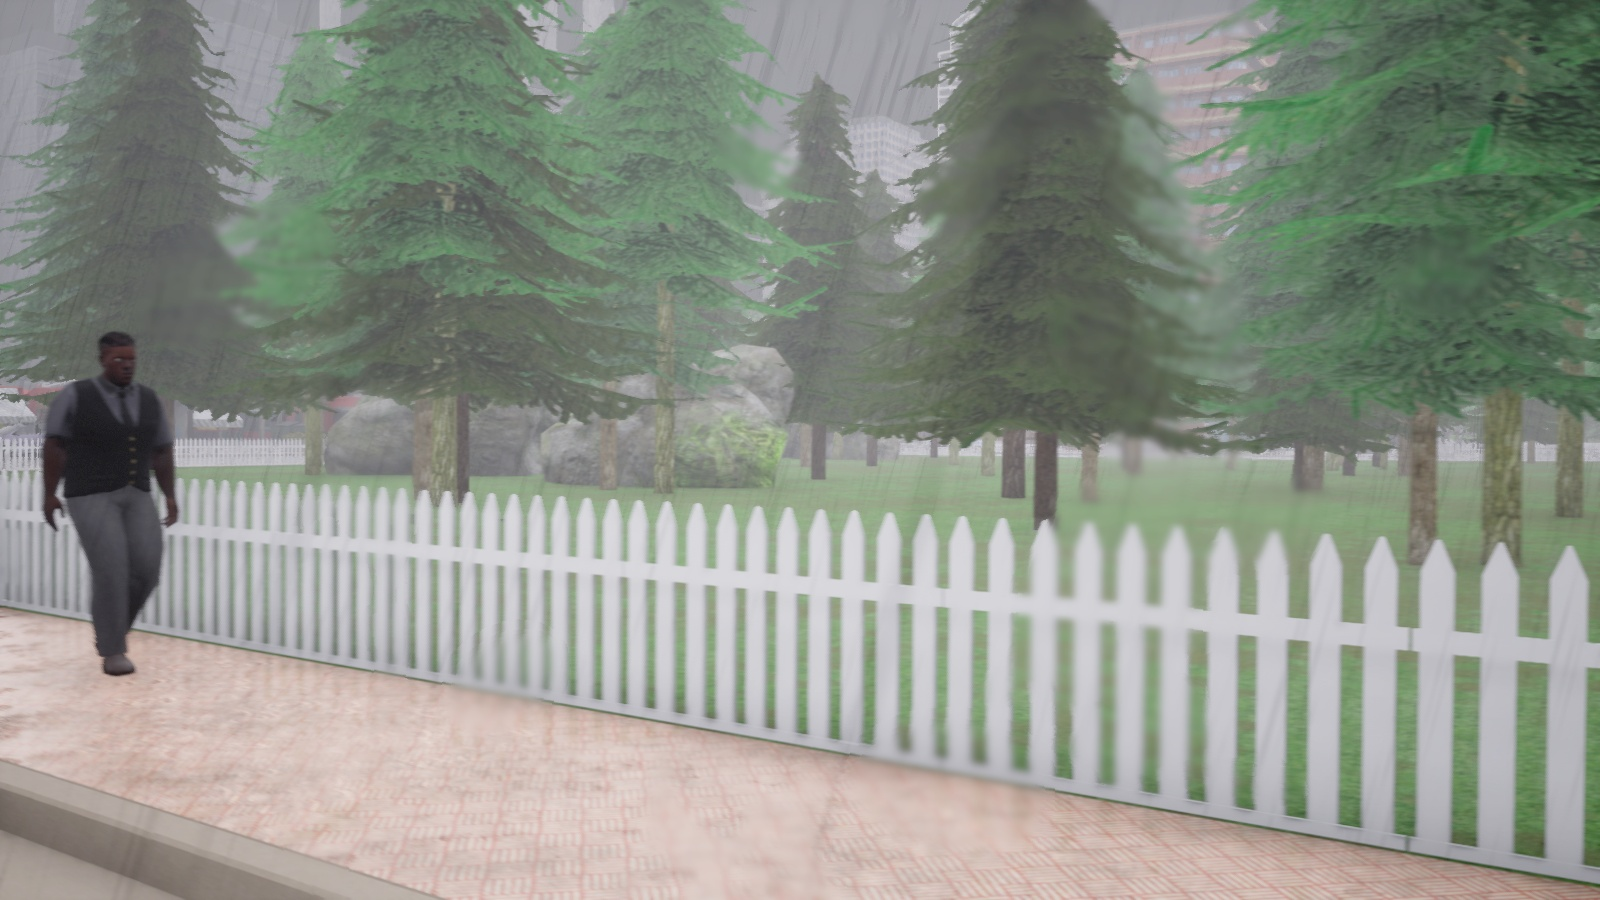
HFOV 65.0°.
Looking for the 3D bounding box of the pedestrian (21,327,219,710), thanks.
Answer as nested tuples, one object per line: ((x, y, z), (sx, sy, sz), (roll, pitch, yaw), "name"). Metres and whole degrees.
((-3.591, 0.332, 6.634), (0.849, 1.883, 0.563), (0, 1, 34), "pedestrian")

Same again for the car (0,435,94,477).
((-32.318, 0.243, 52.155), (2.033, 1.649, 4.856), (0, 1, 32), "car")
